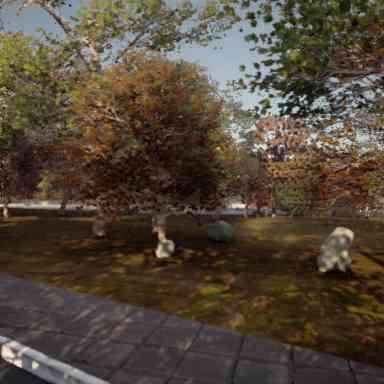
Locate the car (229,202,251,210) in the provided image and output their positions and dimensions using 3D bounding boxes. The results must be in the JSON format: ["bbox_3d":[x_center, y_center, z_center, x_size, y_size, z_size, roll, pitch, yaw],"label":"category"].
[{"bbox_3d":[12.185,3.647,87.573,5.566,2.045,2.435,3,0,-44],"label":"car"}]

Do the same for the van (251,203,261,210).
[{"bbox_3d":[16.074,3.900,91.393,4.442,1.987,1.878,3,0,-44],"label":"van"}]
